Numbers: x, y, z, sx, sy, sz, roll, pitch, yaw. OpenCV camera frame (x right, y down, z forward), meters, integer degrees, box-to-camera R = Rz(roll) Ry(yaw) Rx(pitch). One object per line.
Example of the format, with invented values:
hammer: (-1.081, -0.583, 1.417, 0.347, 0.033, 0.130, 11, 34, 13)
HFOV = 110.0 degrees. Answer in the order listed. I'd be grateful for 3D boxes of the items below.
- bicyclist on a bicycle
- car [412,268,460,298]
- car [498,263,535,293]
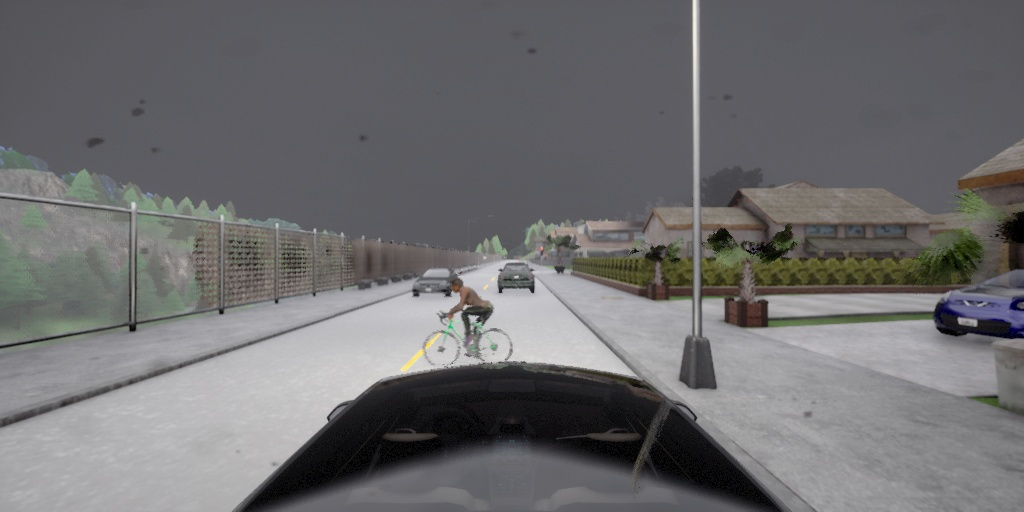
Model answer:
bicyclist on a bicycle: (-0.823, 1.221, 6.542, 1.656, 1.620, 0.582, -2, 0, 0)
car: (-3.910, 1.357, 19.277, 1.812, 1.442, 4.674, 0, -1, 1)
car: (0.260, 1.198, 22.010, 2.097, 1.767, 4.553, 0, 0, 0)
